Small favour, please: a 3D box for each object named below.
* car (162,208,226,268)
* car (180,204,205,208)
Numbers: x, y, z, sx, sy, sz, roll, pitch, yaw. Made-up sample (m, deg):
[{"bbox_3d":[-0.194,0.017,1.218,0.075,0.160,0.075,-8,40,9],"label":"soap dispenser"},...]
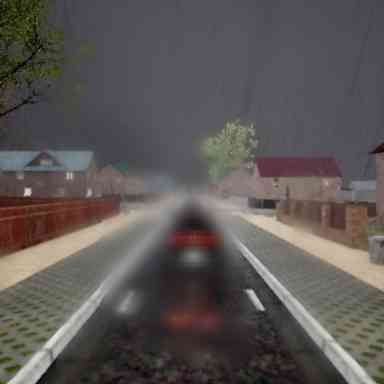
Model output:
[{"bbox_3d":[0.065,1.475,11.089,1.837,1.490,4.892,0,-1,0],"label":"car"},{"bbox_3d":[0.049,1.516,22.908,1.994,1.385,4.181,0,0,0],"label":"car"}]
